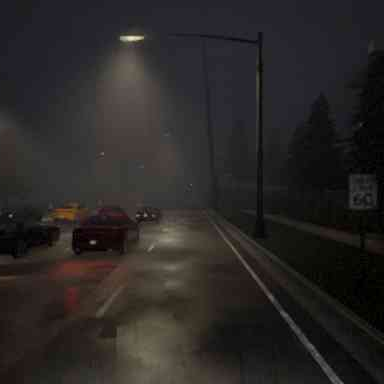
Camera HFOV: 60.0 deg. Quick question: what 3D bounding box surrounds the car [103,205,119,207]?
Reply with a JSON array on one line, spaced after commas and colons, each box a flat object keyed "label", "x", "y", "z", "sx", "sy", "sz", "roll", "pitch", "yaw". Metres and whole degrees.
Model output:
[{"label": "car", "x": -6.975, "y": 1.853, "z": 28.858, "sx": 1.812, "sy": 1.442, "sz": 4.674, "roll": 0, "pitch": 0, "yaw": 0}]

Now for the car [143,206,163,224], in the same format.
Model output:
[{"label": "car", "x": -3.488, "y": 1.859, "z": 27.466, "sx": 2.033, "sy": 1.411, "sz": 5.357, "roll": 0, "pitch": -1, "yaw": 0}]

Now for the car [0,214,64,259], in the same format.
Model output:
[{"label": "car", "x": -6.984, "y": 1.752, "z": 13.212, "sx": 1.895, "sy": 1.301, "sz": 4.718, "roll": 0, "pitch": -1, "yaw": 0}]

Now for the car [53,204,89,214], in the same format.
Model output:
[{"label": "car", "x": -10.472, "y": 1.809, "z": 29.199, "sx": 1.882, "sy": 1.535, "sz": 5.008, "roll": 0, "pitch": 0, "yaw": 0}]

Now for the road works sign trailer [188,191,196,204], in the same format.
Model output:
[{"label": "road works sign trailer", "x": 0.016, "y": 1.495, "z": 91.242, "sx": 2.380, "sy": 3.560, "sz": 2.880, "roll": 0, "pitch": -1, "yaw": 0}]

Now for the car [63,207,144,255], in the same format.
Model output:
[{"label": "car", "x": -3.474, "y": 1.639, "z": 14.199, "sx": 1.882, "sy": 1.535, "sz": 5.008, "roll": 0, "pitch": 0, "yaw": 0}]

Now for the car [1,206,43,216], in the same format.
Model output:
[{"label": "car", "x": -14.317, "y": 1.886, "z": 28.306, "sx": 1.994, "sy": 1.385, "sz": 4.181, "roll": 0, "pitch": -1, "yaw": 1}]
